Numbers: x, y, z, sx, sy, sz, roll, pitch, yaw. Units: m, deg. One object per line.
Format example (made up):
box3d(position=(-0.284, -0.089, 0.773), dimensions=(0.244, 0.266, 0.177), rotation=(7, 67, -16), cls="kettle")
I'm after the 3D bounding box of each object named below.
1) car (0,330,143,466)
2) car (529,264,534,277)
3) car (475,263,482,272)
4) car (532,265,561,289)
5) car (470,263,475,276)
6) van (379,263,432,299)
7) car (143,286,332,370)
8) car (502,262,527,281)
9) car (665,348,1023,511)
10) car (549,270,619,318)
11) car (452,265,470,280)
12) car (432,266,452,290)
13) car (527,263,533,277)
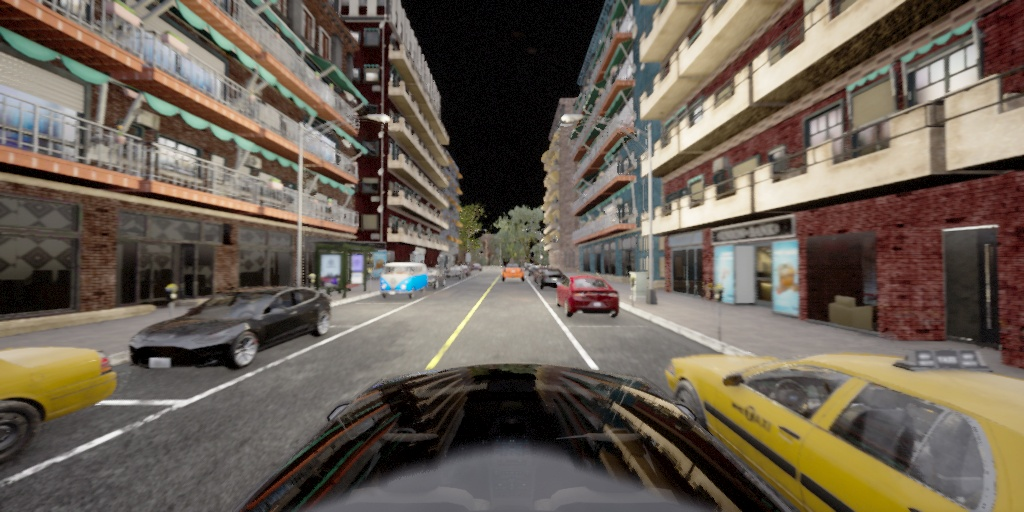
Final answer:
box3d(position=(-5.689, 1.281, 2.226), dimensions=(1.751, 1.417, 4.829), rotation=(0, 0, 0), cls="car")
box3d(position=(2.663, 1.588, 30.210), dimensions=(1.802, 1.307, 4.207), rotation=(0, 0, 0), cls="car")
box3d(position=(-5.770, 1.842, 58.508), dimensions=(1.802, 1.307, 4.207), rotation=(0, 0, 0), cls="car")
box3d(position=(2.662, 1.521, 24.639), dimensions=(1.948, 1.339, 4.313), rotation=(0, 0, 0), cls="car")
box3d(position=(-5.684, 1.688, 41.392), dimensions=(1.802, 1.307, 4.207), rotation=(0, 0, 0), cls="car")
box3d(position=(-5.687, 1.247, 19.109), dimensions=(1.690, 1.789, 3.998), rotation=(0, 0, 0), cls="van")
box3d(position=(-5.688, 1.372, 7.967), dimensions=(1.948, 1.339, 4.313), rotation=(0, 0, 0), cls="car")
box3d(position=(0.104, 1.393, 34.278), dimensions=(2.097, 1.767, 4.553), rotation=(0, -1, 0), cls="car")
box3d(position=(2.699, 1.281, 2.525), dimensions=(1.751, 1.417, 4.829), rotation=(0, 0, 0), cls="car")
box3d(position=(2.673, 1.401, 13.497), dimensions=(1.888, 1.381, 4.507), rotation=(0, 0, 0), cls="car")
box3d(position=(-5.684, 1.606, 35.822), dimensions=(2.007, 1.370, 4.403), rotation=(0, 0, 0), cls="car")
box3d(position=(-5.686, 1.506, 24.678), dimensions=(2.007, 1.370, 4.403), rotation=(0, 0, 0), cls="car")
box3d(position=(2.664, 1.656, 41.351), dimensions=(2.007, 1.370, 4.403), rotation=(0, 0, 0), cls="car")
